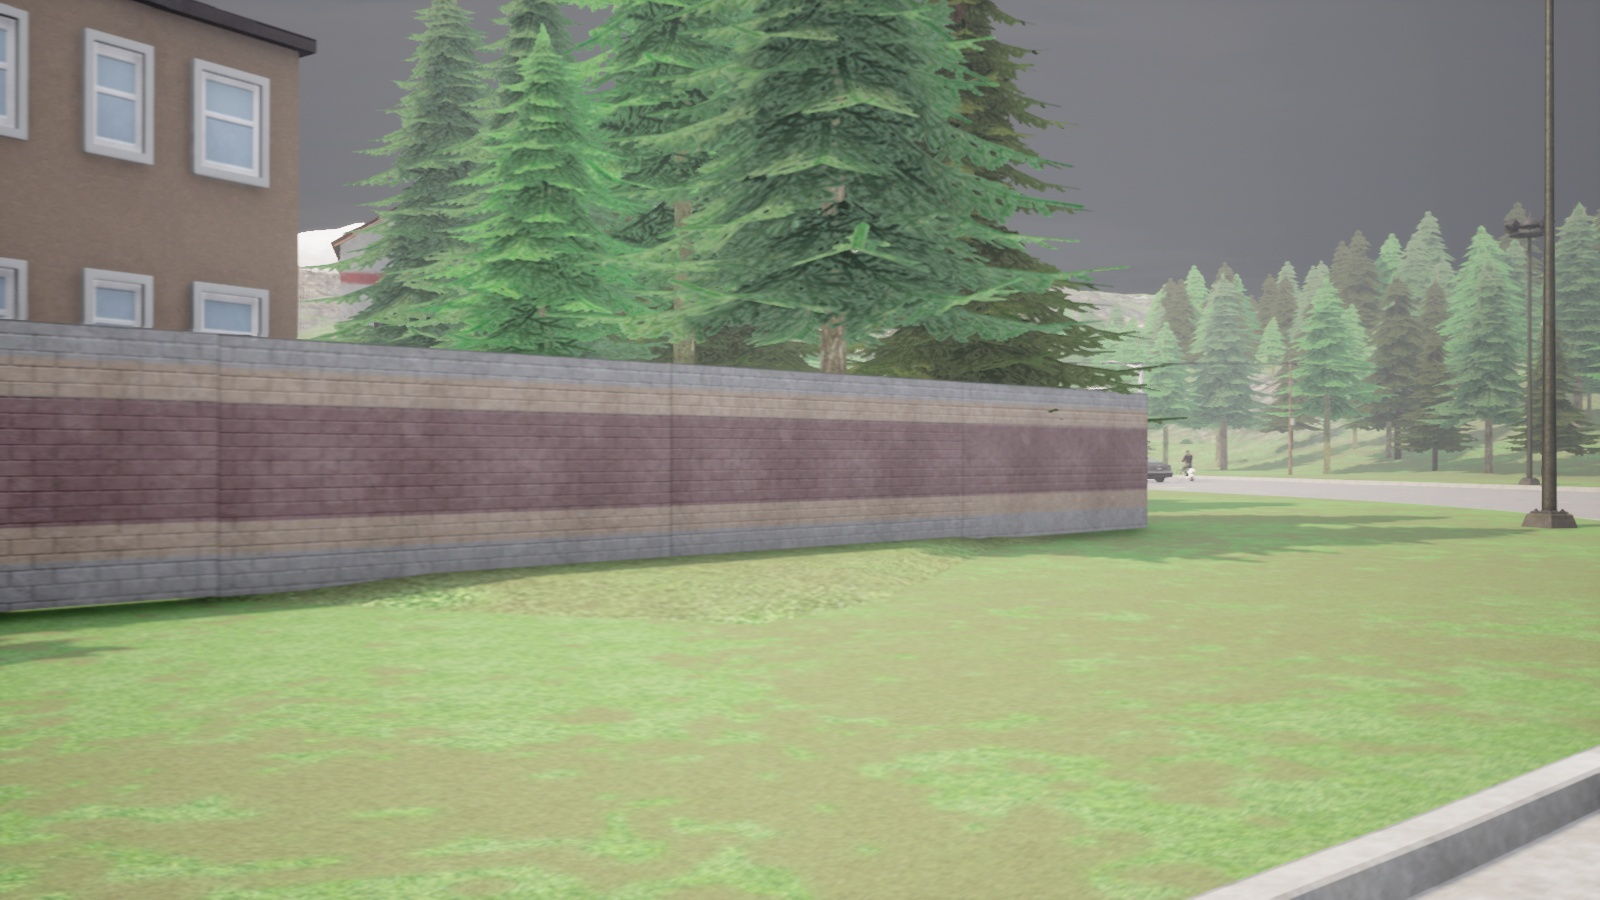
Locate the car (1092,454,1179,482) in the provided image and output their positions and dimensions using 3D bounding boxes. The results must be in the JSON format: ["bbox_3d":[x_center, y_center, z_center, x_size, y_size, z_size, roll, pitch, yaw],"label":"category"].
[{"bbox_3d":[17.957,0.948,67.461,2.033,1.411,5.357,0,0,-16],"label":"car"}]
